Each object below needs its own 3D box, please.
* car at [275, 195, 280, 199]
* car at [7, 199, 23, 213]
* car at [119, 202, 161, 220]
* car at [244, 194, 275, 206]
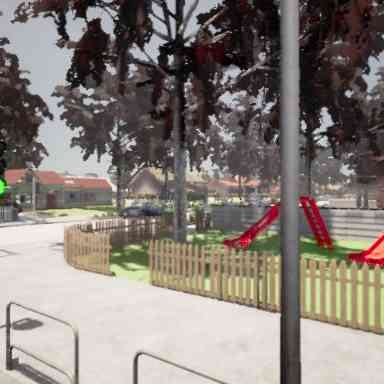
[{"bbox_3d":[25.369,1.385,92.104,5.357,1.415,2.033,0,0,35],"label":"car"},{"bbox_3d":[-18.087,1.358,31.863,4.181,1.381,1.994,0,0,35],"label":"car"},{"bbox_3d":[-4.286,1.597,28.852,1.994,1.385,4.181,0,0,35],"label":"car"},{"bbox_3d":[9.574,1.260,48.221,2.150,2.045,5.566,0,0,36],"label":"car"}]
